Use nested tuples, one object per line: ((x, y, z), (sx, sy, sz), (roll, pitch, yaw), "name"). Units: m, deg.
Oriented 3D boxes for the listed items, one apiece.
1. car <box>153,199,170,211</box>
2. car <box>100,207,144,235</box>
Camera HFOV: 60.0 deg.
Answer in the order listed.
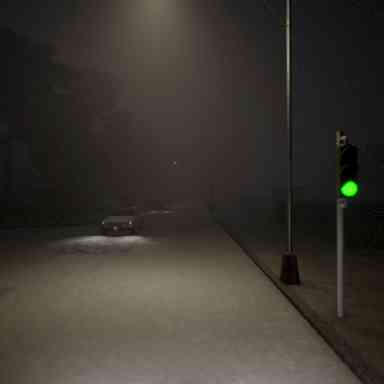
((-3.994, 1.696, 43.790), (1.837, 1.490, 4.892), (0, 0, 0), "car")
((-3.996, 1.626, 19.677), (1.812, 1.442, 4.674), (0, 0, 0), "car")
